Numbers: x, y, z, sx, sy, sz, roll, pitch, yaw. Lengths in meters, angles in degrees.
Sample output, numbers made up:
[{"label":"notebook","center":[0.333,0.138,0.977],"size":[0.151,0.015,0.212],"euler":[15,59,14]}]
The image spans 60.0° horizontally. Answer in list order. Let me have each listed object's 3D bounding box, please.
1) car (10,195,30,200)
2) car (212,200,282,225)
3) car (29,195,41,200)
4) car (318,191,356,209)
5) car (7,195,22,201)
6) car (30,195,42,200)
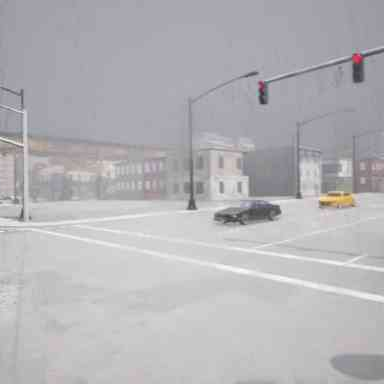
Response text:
[{"label":"car","center":[-43.862,1.386,84.842],"size":[4.536,1.218,1.853],"euler":[-1,0,16]},{"label":"car","center":[3.658,1.204,21.201],"size":[5.357,1.411,2.033],"euler":[-2,1,-45]},{"label":"car","center":[-40.133,1.475,85.466],"size":[2.038,1.542,4.974],"euler":[-1,0,-14]},{"label":"car","center":[13.346,0.689,30.619],"size":[5.008,1.535,1.882],"euler":[-3,2,-44]},{"label":"car","center":[-43.809,1.542,84.829],"size":[4.974,1.542,2.038],"euler":[-1,0,16]},{"label":"car","center":[-40.149,1.317,85.515],"size":[1.853,1.218,4.536],"euler":[-1,0,-14]}]
